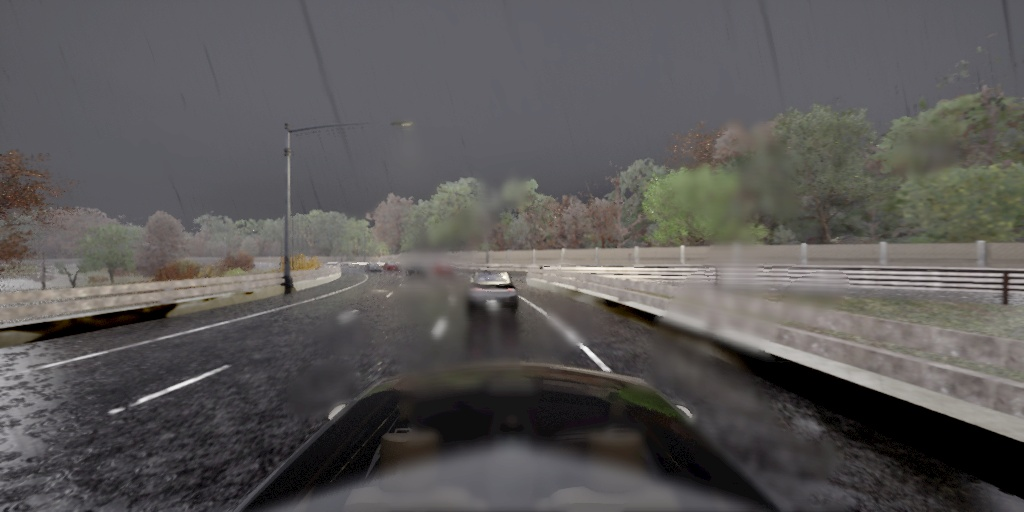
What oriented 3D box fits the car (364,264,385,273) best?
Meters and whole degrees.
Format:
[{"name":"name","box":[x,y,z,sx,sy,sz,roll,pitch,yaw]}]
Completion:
[{"name":"car","box":[-21.799,1.882,55.811,2.033,1.411,5.357,0,-1,-31]}]

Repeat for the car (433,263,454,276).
[{"name":"car","box":[-8.616,1.635,44.855,1.882,1.535,5.008,0,-1,-22]}]

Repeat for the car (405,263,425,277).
[{"name":"car","box":[-11.559,1.665,42.767,1.837,1.490,4.892,0,-1,-22]}]

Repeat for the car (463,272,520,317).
[{"name":"car","box":[-0.833,1.346,13.900,2.128,1.511,4.902,0,0,-6]}]

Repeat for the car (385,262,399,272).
[{"name":"car","box":[-20.362,1.836,60.005,1.882,1.535,5.008,0,-1,-32]}]
